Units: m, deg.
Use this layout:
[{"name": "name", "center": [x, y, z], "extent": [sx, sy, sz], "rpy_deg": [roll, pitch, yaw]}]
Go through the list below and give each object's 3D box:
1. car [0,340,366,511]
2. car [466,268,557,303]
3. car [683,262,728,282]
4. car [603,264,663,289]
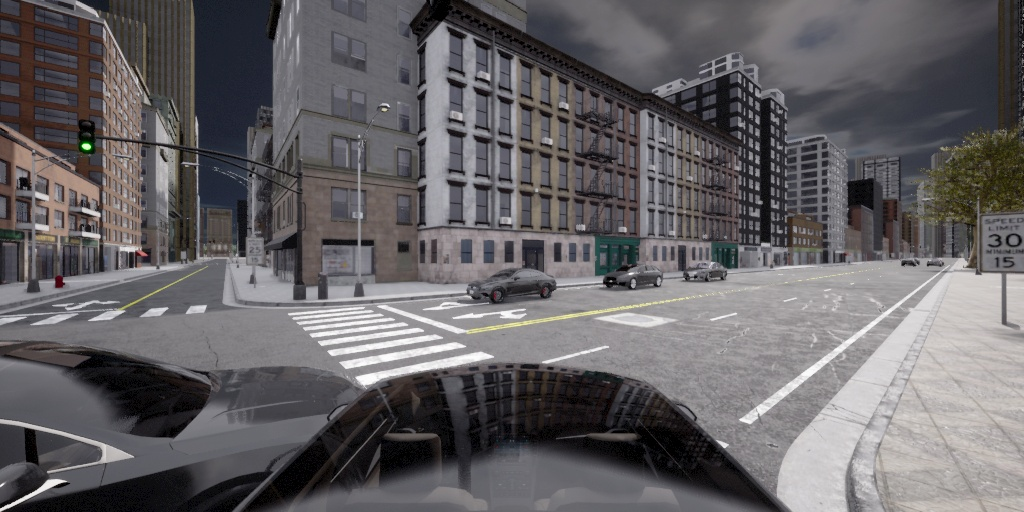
[{"name": "car", "center": [-3.209, 1.257, 1.880], "extent": [4.892, 1.490, 1.837], "rpy_deg": [0, 0, -34]}, {"name": "car", "center": [0.090, 1.288, 16.827], "extent": [4.674, 1.442, 1.812], "rpy_deg": [0, 0, -39]}, {"name": "car", "center": [15.889, 1.238, 29.400], "extent": [4.902, 1.511, 2.128], "rpy_deg": [0, 0, -38]}, {"name": "car", "center": [7.829, 1.260, 22.992], "extent": [4.892, 1.490, 1.837], "rpy_deg": [0, 0, -38]}]
